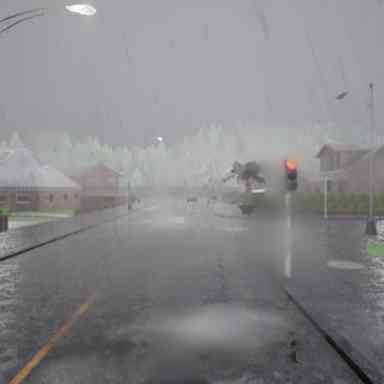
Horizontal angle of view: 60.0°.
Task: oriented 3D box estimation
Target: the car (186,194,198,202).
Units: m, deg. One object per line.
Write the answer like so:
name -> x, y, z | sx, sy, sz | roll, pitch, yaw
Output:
car -> -0.022, 1.176, 62.584 | 1.837, 1.490, 4.892 | 0, 0, 0
